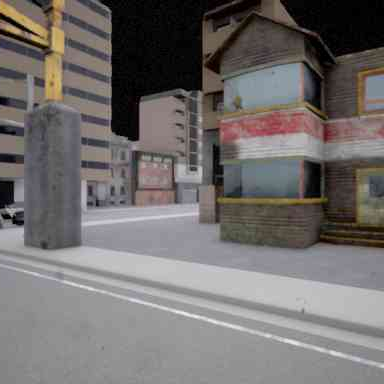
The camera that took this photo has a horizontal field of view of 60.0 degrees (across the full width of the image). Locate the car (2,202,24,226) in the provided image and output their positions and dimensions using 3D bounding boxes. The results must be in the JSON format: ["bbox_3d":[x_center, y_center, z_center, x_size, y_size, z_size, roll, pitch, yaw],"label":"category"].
[{"bbox_3d":[-10.111,1.438,23.009,2.038,1.542,4.974,0,0,15],"label":"car"}]

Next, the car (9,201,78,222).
[{"bbox_3d":[-10.097,1.281,23.059,1.853,1.218,4.536,0,0,15],"label":"car"}]

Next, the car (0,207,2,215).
[{"bbox_3d":[-13.268,1.278,25.708,4.536,1.218,1.853,0,0,-30],"label":"car"}]
